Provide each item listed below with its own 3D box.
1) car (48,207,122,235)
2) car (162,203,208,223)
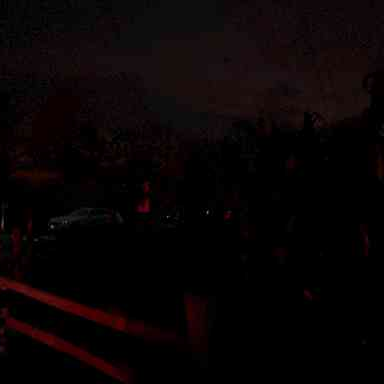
[{"bbox_3d":[-6.293,1.656,20.106,1.812,1.442,4.674,0,0,35],"label":"car"},{"bbox_3d":[-0.486,1.749,28.088,1.837,1.490,4.892,0,0,36],"label":"car"}]
